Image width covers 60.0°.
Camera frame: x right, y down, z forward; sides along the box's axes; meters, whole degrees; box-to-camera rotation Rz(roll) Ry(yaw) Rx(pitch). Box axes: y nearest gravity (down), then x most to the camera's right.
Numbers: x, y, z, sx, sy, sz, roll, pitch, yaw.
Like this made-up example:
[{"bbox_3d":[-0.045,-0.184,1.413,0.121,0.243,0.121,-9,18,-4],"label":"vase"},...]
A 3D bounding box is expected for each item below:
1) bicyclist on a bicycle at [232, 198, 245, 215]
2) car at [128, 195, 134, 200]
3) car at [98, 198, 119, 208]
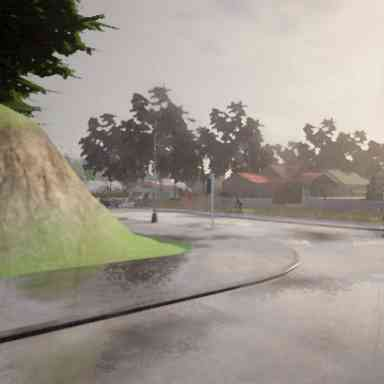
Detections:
[{"bbox_3d":[4.476,1.394,31.987,1.656,1.620,0.582,0,0,-35],"label":"bicyclist on a bicycle"},{"bbox_3d":[-15.652,1.369,80.005,1.994,1.381,4.181,0,0,-36],"label":"car"},{"bbox_3d":[-12.064,1.562,47.836,1.812,1.442,4.674,0,0,-35],"label":"car"}]
